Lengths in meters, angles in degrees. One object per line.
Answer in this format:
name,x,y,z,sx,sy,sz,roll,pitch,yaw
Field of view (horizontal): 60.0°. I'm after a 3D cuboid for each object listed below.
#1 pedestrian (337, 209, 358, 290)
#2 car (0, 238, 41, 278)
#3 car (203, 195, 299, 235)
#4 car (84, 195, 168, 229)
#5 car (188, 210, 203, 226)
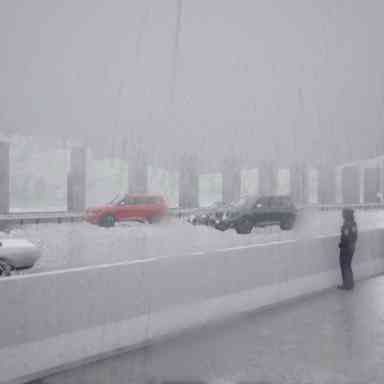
pedestrian,3.546,1.294,7.623,0.375,1.860,0.375,0,0,-33
car,-6.345,1.601,7.987,4.718,1.301,1.895,0,0,-36
car,3.661,1.222,19.009,5.566,2.045,2.150,0,0,-33
car,-4.266,1.223,22.189,5.566,2.045,2.150,0,0,-33
car,2.016,1.491,22.097,4.902,1.511,2.128,0,0,-33
